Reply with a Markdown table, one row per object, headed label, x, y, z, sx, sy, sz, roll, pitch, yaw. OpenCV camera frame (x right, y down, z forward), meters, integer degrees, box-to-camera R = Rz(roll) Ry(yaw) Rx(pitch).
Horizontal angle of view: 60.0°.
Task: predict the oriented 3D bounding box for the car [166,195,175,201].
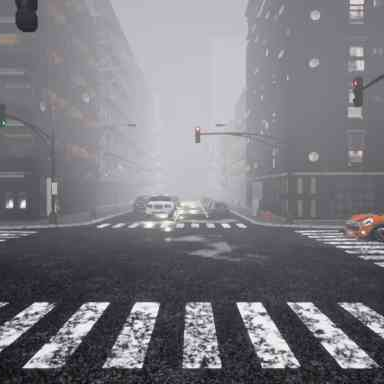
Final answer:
| label | x | y | z | sx | sy | sz | roll | pitch | yaw |
| --- | --- | --- | --- | --- | --- | --- | --- | --- | --- |
| car | -5.199 | 1.491 | 81.120 | 1.752 | 1.417 | 4.829 | -1 | 0 | 0 |

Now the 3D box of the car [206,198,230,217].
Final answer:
| label | x | y | z | sx | sy | sz | roll | pitch | yaw |
| --- | --- | --- | --- | --- | --- | --- | --- | --- | --- |
| car | 2.604 | 1.572 | 31.382 | 1.802 | 1.307 | 4.206 | -1 | 0 | 0 |

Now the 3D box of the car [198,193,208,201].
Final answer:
| label | x | y | z | sx | sy | sz | roll | pitch | yaw |
| --- | --- | --- | --- | --- | --- | --- | --- | --- | --- |
| car | 2.679 | 1.280 | 81.235 | 2.192 | 1.841 | 5.009 | -1 | 0 | 0 |

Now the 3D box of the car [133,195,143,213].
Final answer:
| label | x | y | z | sx | sy | sz | roll | pitch | yaw |
| --- | --- | --- | --- | --- | --- | --- | --- | --- | --- |
| car | -5.271 | 1.303 | 36.993 | 2.192 | 1.841 | 5.009 | -1 | 0 | 0 |

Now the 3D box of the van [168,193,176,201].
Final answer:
| label | x | y | z | sx | sy | sz | roll | pitch | yaw |
| --- | --- | --- | --- | --- | --- | --- | --- | --- | --- |
| van | -5.192 | 1.302 | 86.828 | 1.690 | 1.788 | 3.998 | -1 | 0 | 0 |

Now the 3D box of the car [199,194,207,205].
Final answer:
| label | x | y | z | sx | sy | sz | roll | pitch | yaw |
| --- | --- | --- | --- | --- | --- | --- | --- | --- | --- |
| car | 2.647 | 1.523 | 59.078 | 1.887 | 1.381 | 4.507 | -1 | 0 | 0 |

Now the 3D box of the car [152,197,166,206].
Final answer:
| label | x | y | z | sx | sy | sz | roll | pitch | yaw |
| --- | --- | --- | --- | --- | --- | --- | --- | --- | --- |
| car | -5.241 | 1.563 | 53.605 | 1.802 | 1.307 | 4.206 | -1 | 0 | 0 |

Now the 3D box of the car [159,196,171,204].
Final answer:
| label | x | y | z | sx | sy | sz | roll | pitch | yaw |
| --- | --- | --- | --- | --- | --- | --- | --- | --- | --- |
| car | -5.224 | 1.557 | 64.679 | 1.802 | 1.307 | 4.206 | -1 | 0 | 0 |

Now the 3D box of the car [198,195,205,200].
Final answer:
| label | x | y | z | sx | sy | sz | roll | pitch | yaw |
| --- | --- | --- | --- | --- | --- | --- | --- | --- | --- |
| car | 2.700 | 1.539 | 92.313 | 1.802 | 1.307 | 4.206 | -1 | 0 | 0 |

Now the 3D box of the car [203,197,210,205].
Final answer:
| label | x | y | z | sx | sy | sz | roll | pitch | yaw |
| --- | --- | --- | --- | --- | --- | --- | --- | --- | --- |
| car | 2.612 | 1.539 | 36.921 | 2.008 | 1.369 | 4.403 | -1 | 0 | 0 |

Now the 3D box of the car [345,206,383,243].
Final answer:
| label | x | y | z | sx | sy | sz | roll | pitch | yaw |
| --- | --- | --- | --- | --- | --- | --- | --- | --- | --- |
| car | 9.607 | 1.318 | 15.426 | 4.553 | 1.767 | 2.097 | 0 | 1 | 0 |

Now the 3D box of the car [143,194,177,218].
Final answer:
| label | x | y | z | sx | sy | sz | roll | pitch | yaw |
| --- | --- | --- | --- | --- | --- | --- | --- | --- | --- |
| car | -2.808 | 1.212 | 30.382 | 2.150 | 2.045 | 5.566 | 0 | 0 | 0 |

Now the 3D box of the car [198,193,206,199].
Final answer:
| label | x | y | z | sx | sy | sz | roll | pitch | yaw |
| --- | --- | --- | --- | --- | --- | --- | --- | --- | --- |
| car | 2.674 | 1.551 | 75.696 | 1.802 | 1.307 | 4.206 | -1 | 0 | 0 |

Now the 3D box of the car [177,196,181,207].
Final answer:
| label | x | y | z | sx | sy | sz | roll | pitch | yaw |
| --- | --- | --- | --- | --- | --- | --- | --- | --- | --- |
| car | -2.785 | 1.478 | 40.332 | 2.128 | 1.511 | 4.902 | 0 | 0 | 0 |

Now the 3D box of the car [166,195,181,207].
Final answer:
| label | x | y | z | sx | sy | sz | roll | pitch | yaw |
| --- | --- | --- | --- | --- | --- | --- | --- | --- | --- |
| car | -2.760 | 1.334 | 50.395 | 2.097 | 1.767 | 4.553 | 0 | 0 | 0 |
